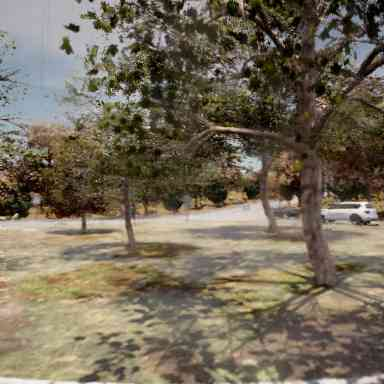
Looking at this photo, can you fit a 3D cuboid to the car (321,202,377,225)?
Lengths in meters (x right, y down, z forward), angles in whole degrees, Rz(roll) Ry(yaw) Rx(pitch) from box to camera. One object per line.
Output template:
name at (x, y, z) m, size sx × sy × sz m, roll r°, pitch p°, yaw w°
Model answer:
car at (14.173, 1.968, 31.057) m, size 2.150 × 2.045 × 5.566 m, roll 2°, pitch -3°, yaw -39°

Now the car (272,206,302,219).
car at (11.382, 2.548, 41.260) m, size 1.837 × 1.490 × 4.892 m, roll 0°, pitch -1°, yaw -26°
